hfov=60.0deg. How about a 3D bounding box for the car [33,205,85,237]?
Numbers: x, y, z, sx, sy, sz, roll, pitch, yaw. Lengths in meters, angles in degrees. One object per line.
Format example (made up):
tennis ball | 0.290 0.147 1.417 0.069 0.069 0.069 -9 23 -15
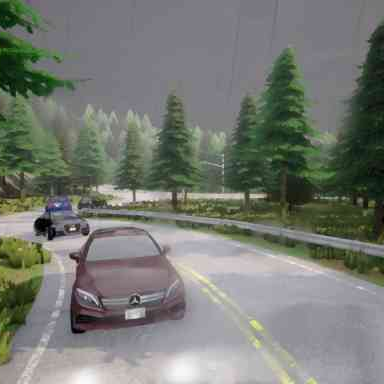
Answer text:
car | -7.055 1.664 17.797 1.994 1.385 4.181 -4 2 -38

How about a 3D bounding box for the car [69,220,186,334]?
car | -1.520 1.523 7.077 1.812 1.442 4.674 -2 0 -17

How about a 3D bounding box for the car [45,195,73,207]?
car | -12.855 1.326 32.228 2.150 2.045 5.566 -1 0 -18

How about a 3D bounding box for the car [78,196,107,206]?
car | -12.709 1.289 42.817 2.097 1.767 4.553 2 2 13
